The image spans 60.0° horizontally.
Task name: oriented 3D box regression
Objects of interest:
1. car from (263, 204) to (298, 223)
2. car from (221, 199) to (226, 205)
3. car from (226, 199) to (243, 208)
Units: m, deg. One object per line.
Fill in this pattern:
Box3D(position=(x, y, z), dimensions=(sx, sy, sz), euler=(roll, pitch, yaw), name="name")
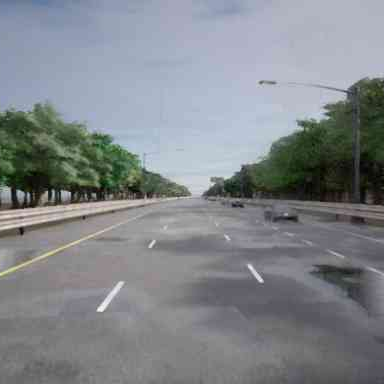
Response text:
Box3D(position=(7.036, 1.658, 26.732), dimensions=(1.994, 1.385, 4.181), euler=(0, 0, 0), name="car")
Box3D(position=(7.272, 2.150, 71.602), dimensions=(2.033, 1.411, 5.357), euler=(0, -1, 0), name="car")
Box3D(position=(7.151, 1.880, 53.919), dimensions=(1.837, 1.490, 4.892), euler=(0, -1, 0), name="car")
